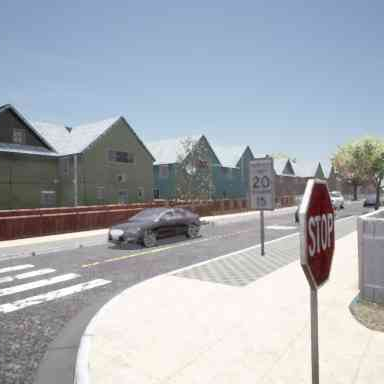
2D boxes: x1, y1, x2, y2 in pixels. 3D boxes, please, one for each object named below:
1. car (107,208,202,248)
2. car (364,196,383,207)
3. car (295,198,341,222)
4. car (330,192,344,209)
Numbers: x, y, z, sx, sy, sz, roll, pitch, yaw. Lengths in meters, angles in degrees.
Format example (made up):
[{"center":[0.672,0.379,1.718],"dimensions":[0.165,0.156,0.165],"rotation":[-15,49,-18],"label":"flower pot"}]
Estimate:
[{"center":[-1.508,1.473,14.845],"dimensions":[2.128,1.511,4.902],"rotation":[-2,-1,37],"label":"car"},{"center":[24.299,1.213,44.354],"dimensions":[1.994,1.385,4.181],"rotation":[-2,-1,37],"label":"car"},{"center":[8.932,1.363,23.853],"dimensions":[1.994,1.385,4.181],"rotation":[-2,-1,37],"label":"car"},{"center":[15.396,1.001,37.348],"dimensions":[2.150,2.045,5.566],"rotation":[-2,-1,37],"label":"car"}]
